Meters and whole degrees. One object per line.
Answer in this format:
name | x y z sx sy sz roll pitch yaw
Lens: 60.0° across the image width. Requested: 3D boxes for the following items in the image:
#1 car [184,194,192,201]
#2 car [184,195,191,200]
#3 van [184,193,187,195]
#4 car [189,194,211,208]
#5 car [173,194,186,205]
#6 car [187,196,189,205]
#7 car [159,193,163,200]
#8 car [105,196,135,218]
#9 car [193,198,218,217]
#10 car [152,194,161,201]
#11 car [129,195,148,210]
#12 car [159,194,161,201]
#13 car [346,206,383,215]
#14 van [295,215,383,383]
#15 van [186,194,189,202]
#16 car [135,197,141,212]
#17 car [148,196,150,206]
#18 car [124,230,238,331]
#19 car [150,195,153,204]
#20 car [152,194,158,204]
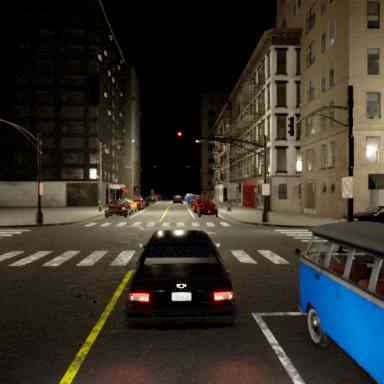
car | -0.969 1.422 84.622 1.967 1.590 4.097 0 0 -2
car | -1.203 1.525 90.026 1.887 1.381 4.507 0 0 -2
van | -0.501 1.327 73.813 1.690 1.788 3.998 0 0 -2
car | 1.137 1.313 35.982 2.192 1.841 5.009 0 0 -2
car | -2.571 1.539 60.650 2.033 1.411 5.357 0 0 -2
car | 0.669 1.541 46.791 1.887 1.381 4.507 0 0 -2
car | -8.752 1.299 78.870 2.192 1.841 5.009 0 0 -2
car | -6.646 1.439 30.231 1.967 1.590 4.097 0 0 -2
car | 1.371 1.543 30.578 1.887 1.381 4.507 0 0 -2
car | -8.986 1.422 84.275 1.967 1.590 4.097 0 0 -2
car | -7.115 1.313 41.039 2.192 1.841 5.009 0 0 -2
car | -8.518 1.568 73.466 1.802 1.307 4.206 0 0 -2
car | 11.110 1.561 19.323 4.902 1.511 2.128 0 0 -3
van | 2.534 1.341 3.723 1.690 1.788 3.998 0 0 -2
van | 0.435 1.336 52.196 1.690 1.788 3.998 0 0 -2
car | -6.873 1.523 35.465 1.752 1.417 4.829 0 0 -2
car | -7.341 1.522 46.274 1.752 1.417 4.829 0 0 -2
car | -0.260 1.547 7.278 2.033 1.411 5.357 0 0 -2
car | -7.582 1.561 51.848 1.947 1.339 4.313 0 0 -2
car | -8.050 1.542 62.657 2.008 1.369 4.403 0 0 -2
